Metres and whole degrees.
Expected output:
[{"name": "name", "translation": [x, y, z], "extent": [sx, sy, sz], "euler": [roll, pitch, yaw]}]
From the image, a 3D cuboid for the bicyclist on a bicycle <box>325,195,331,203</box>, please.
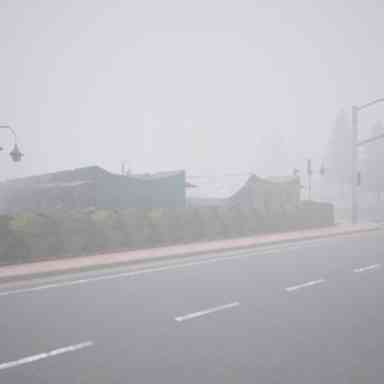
[{"name": "bicyclist on a bicycle", "translation": [18.323, 1.271, 44.672], "extent": [1.656, 1.620, 0.582], "euler": [0, 0, -37]}]
